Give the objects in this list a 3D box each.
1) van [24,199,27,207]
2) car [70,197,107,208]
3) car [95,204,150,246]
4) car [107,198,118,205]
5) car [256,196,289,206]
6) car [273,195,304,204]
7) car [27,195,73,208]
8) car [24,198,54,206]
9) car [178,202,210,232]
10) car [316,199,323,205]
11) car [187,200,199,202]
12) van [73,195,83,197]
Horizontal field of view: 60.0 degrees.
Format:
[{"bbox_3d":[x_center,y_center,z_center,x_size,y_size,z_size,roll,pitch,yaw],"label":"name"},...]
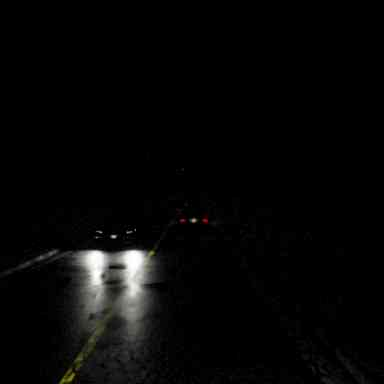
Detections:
[{"bbox_3d":[-26.651,1.625,49.320,3.998,1.788,1.690,-1,1,0],"label":"van"},{"bbox_3d":[-15.289,1.753,49.303,4.206,1.307,1.802,-1,1,0],"label":"car"},{"bbox_3d":[-3.093,1.524,15.577,1.837,1.490,4.892,0,0,0],"label":"car"},{"bbox_3d":[-15.453,1.612,57.827,4.829,1.417,1.752,-1,1,0],"label":"car"},{"bbox_3d":[11.680,1.444,49.251,4.313,1.339,1.947,-1,1,0],"label":"car"},{"bbox_3d":[16.729,1.260,57.766,4.829,1.417,1.752,-1,1,0],"label":"car"},{"bbox_3d":[-20.972,1.543,49.308,5.009,1.841,2.192,-1,1,0],"label":"car"},{"bbox_3d":[-26.641,1.764,57.849,4.313,1.339,1.947,-1,1,0],"label":"car"},{"bbox_3d":[0.100,1.568,20.221,2.033,1.411,5.357,0,0,0],"label":"car"},{"bbox_3d":[17.058,1.368,49.241,4.403,1.369,2.008,-1,1,0],"label":"car"},{"bbox_3d":[0.096,1.573,37.123,1.994,1.385,4.181,0,0,0],"label":"car"},{"bbox_3d":[-20.964,1.483,57.834,3.998,1.788,1.690,-1,1,0],"label":"van"}]
